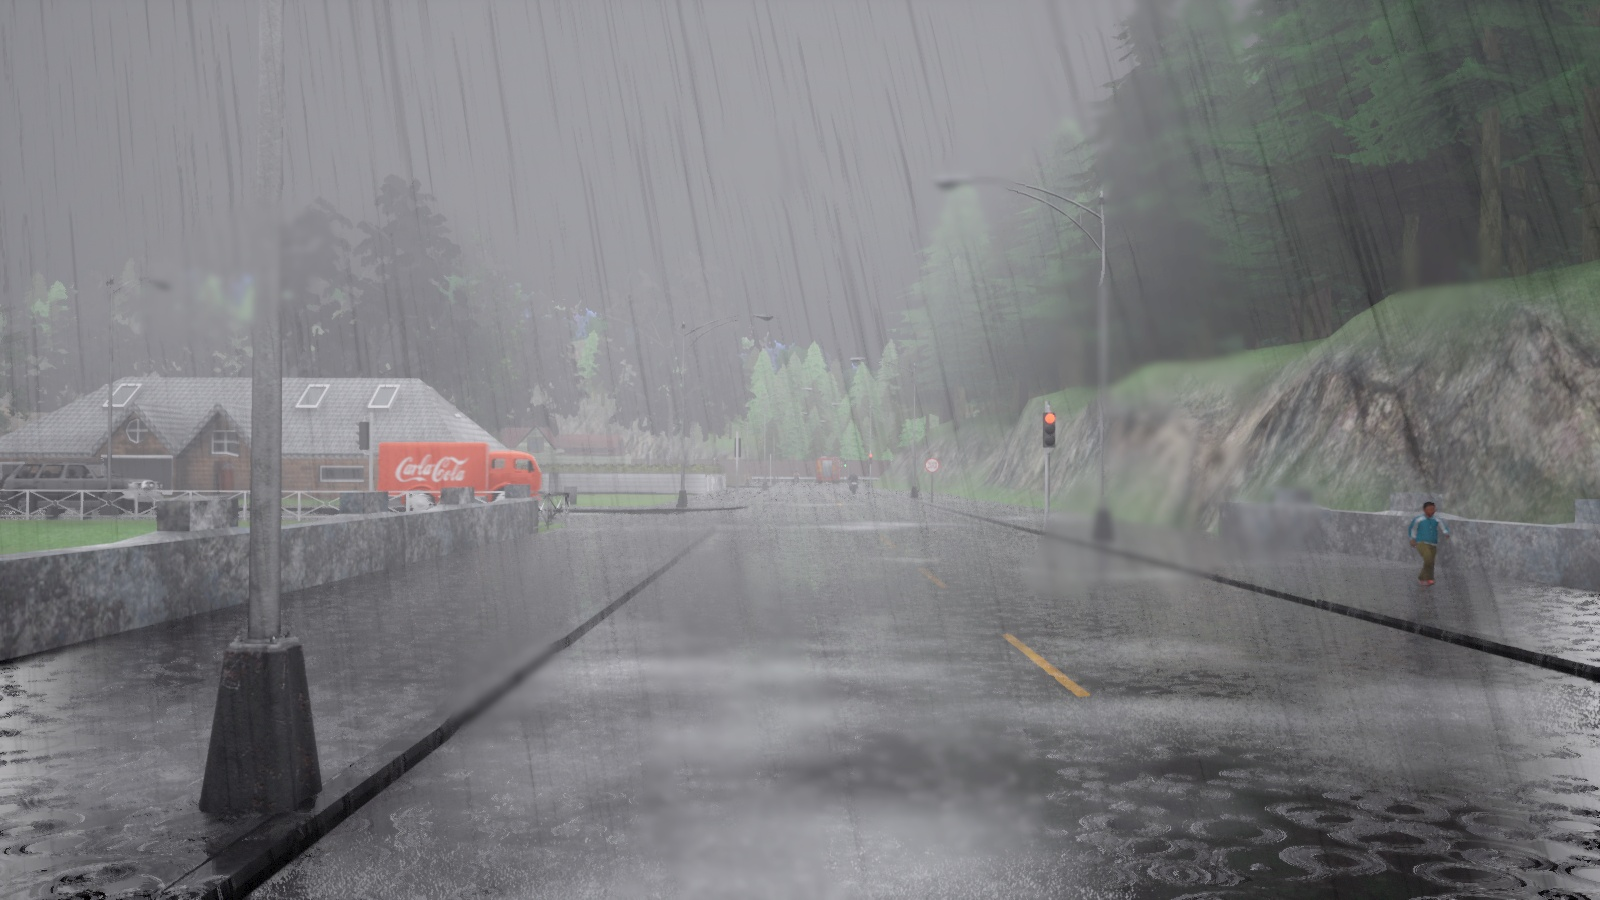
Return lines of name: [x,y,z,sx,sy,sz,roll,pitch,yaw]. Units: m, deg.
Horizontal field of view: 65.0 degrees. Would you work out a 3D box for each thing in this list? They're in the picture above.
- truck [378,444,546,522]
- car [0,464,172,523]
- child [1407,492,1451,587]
truck: [-11.077,1.072,41.626,5.204,2.467,2.627,0,-1,-11]
car: [-23.357,1.418,41.156,4.605,1.855,1.932,0,-1,0]
child: [8.118,1.145,16.217,0.343,1.192,0.448,0,-1,1]
